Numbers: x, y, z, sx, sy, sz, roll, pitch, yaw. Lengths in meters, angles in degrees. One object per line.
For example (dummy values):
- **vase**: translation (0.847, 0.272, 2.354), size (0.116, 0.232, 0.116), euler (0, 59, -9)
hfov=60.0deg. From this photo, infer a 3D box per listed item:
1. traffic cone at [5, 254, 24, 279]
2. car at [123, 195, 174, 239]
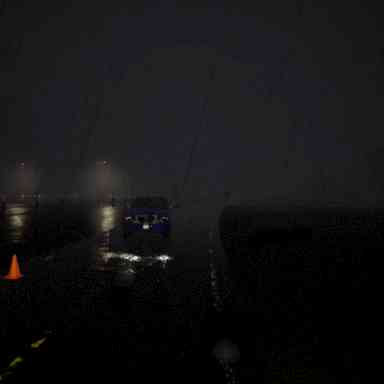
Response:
- **traffic cone**: translation (-4.665, 1.941, 8.746), size (0.340, 0.580, 0.340), euler (0, 0, 2)
- **car**: translation (-2.140, 1.198, 17.481), size (2.150, 2.045, 5.566), euler (0, 0, -2)
